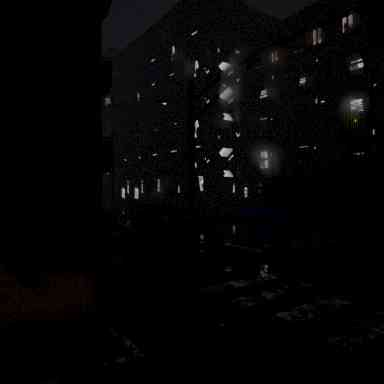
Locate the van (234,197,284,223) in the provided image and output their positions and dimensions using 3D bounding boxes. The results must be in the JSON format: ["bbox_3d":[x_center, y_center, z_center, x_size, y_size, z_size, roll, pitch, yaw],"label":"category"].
[{"bbox_3d":[4.932,1.280,24.945,1.690,1.788,3.998,0,0,-36],"label":"van"}]

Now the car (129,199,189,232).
[{"bbox_3d":[-1.856,1.441,20.033,1.967,1.590,4.097,0,0,-36],"label":"car"}]

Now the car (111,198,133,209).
[{"bbox_3d":[-8.385,1.463,43.262,1.887,1.381,4.507,-1,0,-36],"label":"car"}]

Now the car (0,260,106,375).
[{"bbox_3d":[-3.551,1.525,4.032,4.829,1.417,1.752,0,0,-36],"label":"car"}]

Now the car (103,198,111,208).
[{"bbox_3d":[-11.715,1.463,47.841,1.887,1.381,4.507,-1,0,-36],"label":"car"}]
